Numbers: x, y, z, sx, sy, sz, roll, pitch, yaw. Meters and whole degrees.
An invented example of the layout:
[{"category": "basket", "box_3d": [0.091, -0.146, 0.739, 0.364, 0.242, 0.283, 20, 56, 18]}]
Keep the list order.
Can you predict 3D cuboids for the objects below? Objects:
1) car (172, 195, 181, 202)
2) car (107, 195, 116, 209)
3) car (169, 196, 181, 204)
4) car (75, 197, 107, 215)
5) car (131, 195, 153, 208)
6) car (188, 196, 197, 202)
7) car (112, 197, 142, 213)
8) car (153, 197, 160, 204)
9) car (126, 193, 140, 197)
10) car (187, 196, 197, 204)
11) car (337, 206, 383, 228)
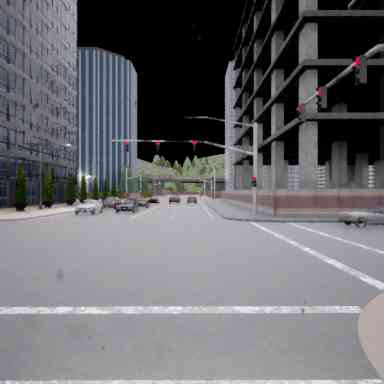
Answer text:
[{"category": "car", "box_3d": [-3.477, 1.508, 73.669, 1.812, 1.442, 4.674, 0, 0, 0]}, {"category": "car", "box_3d": [-10.586, 1.352, 43.401, 2.097, 1.767, 4.553, 0, 0, 0]}, {"category": "car", "box_3d": [-3.480, 1.505, 64.595, 1.837, 1.490, 4.892, 0, 0, 0]}, {"category": "car", "box_3d": [-10.587, 1.526, 34.468, 1.812, 1.442, 4.674, 0, 0, 0]}, {"category": "car", "box_3d": [-7.084, 1.563, 46.693, 1.994, 1.385, 4.181, 0, 0, 0]}, {"category": "car", "box_3d": [0.023, 1.579, 73.698, 1.895, 1.301, 4.718, 0, 0, 0]}, {"category": "car", "box_3d": [-7.088, 1.564, 36.785, 1.994, 1.385, 4.181, 0, 0, 0]}, {"category": "car", "box_3d": [-7.048, 1.601, 60.686, 1.895, 1.301, 4.718, 0, 0, 0]}, {"category": "car", "box_3d": [-10.552, 1.223, 60.312, 2.150, 2.045, 5.566, 0, 0, 0]}, {"category": "car", "box_3d": [0.020, 1.492, 64.593, 2.128, 1.511, 4.902, 0, 0, 0]}, {"category": "car", "box_3d": [11.886, 1.545, 21.265, 4.718, 1.301, 1.895, 0, 0, 0]}]
